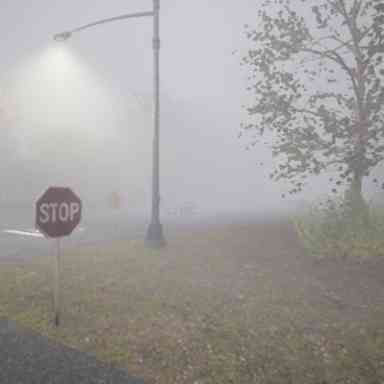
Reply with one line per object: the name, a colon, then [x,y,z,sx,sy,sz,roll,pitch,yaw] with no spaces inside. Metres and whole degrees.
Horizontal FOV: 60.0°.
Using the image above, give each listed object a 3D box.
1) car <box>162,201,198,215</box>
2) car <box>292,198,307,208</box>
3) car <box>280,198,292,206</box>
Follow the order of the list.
car: [-1.226,1.719,35.934,1.837,1.490,4.892,0,1,36]
car: [16.936,1.759,49.081,2.128,1.511,4.902,0,0,36]
car: [18.631,1.871,63.354,2.033,1.411,5.357,0,0,36]
